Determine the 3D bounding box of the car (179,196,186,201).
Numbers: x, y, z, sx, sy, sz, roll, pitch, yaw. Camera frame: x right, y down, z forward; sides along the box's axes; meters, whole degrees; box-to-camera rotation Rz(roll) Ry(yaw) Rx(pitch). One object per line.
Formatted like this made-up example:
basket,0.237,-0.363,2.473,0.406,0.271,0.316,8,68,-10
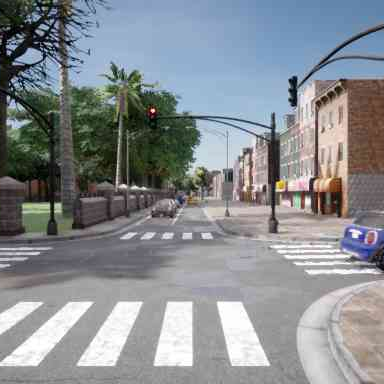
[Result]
car,-2.598,1.914,93.200,1.947,1.339,4.313,-1,0,0

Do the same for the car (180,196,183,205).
car,-2.619,1.679,47.692,1.802,1.307,4.206,0,0,0

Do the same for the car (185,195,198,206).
car,0.130,1.627,59.511,1.882,1.535,5.008,0,0,0

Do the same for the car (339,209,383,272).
car,6.957,1.298,9.888,4.553,1.767,2.097,-1,0,0

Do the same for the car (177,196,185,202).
car,-2.603,1.818,81.823,1.887,1.381,4.507,0,0,0

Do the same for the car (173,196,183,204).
car,-2.985,1.715,71.231,1.837,1.490,4.892,0,0,0

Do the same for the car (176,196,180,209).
car,-2.623,1.498,36.314,1.967,1.590,4.097,0,0,0

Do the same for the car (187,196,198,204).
car,0.128,1.690,68.865,2.128,1.511,4.902,0,0,0

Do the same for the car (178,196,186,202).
car,-2.601,1.861,87.512,2.008,1.369,4.403,-1,0,0

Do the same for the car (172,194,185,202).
car,-2.949,1.402,64.262,2.150,2.045,5.566,0,0,0

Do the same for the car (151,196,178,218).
car,-2.627,1.481,30.626,1.967,1.590,4.097,0,0,0
